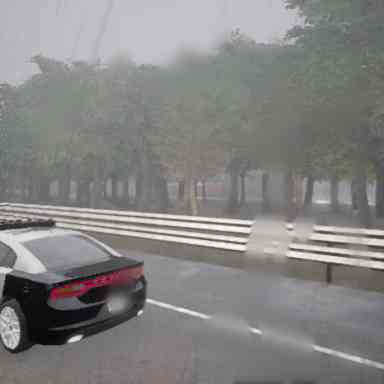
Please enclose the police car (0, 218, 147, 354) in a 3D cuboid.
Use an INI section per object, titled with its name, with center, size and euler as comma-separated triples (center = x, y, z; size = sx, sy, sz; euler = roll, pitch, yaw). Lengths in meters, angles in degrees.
[police car]
center = -3.149, 1.323, 6.116
size = 5.238, 1.638, 1.930
euler = 1, 1, 36
